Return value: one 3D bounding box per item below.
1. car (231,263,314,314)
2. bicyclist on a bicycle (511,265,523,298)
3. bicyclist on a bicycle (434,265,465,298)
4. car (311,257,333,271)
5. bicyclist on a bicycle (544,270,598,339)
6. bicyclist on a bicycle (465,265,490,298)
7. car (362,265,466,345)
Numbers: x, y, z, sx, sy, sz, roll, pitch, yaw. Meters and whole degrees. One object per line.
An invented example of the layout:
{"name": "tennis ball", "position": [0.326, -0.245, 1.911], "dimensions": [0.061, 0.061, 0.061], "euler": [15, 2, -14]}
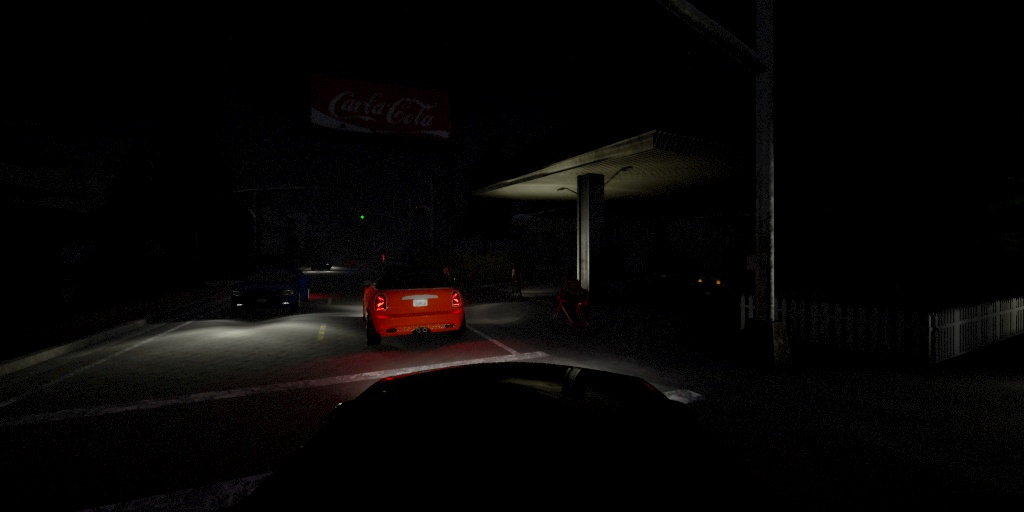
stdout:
{"name": "car", "position": [-8.880, 1.146, 13.525], "dimensions": [1.882, 1.535, 5.008], "euler": [1, -1, -25]}
{"name": "bicyclist on a bicycle", "position": [0.252, 1.270, 18.092], "dimensions": [0.582, 1.620, 1.656], "euler": [0, 0, 14]}
{"name": "bicyclist on a bicycle", "position": [-3.117, 1.235, 16.490], "dimensions": [1.656, 1.620, 0.582], "euler": [1, 0, 35]}
{"name": "car", "position": [-24.746, 0.967, 46.478], "dimensions": [2.097, 1.767, 4.553], "euler": [0, 0, -25]}
{"name": "bicyclist on a bicycle", "position": [1.450, 1.180, 8.915], "dimensions": [0.582, 1.620, 1.656], "euler": [3, -2, -44]}
{"name": "bicyclist on a bicycle", "position": [-1.853, 1.265, 17.912], "dimensions": [1.656, 1.620, 0.582], "euler": [1, 0, -23]}
{"name": "car", "position": [-2.779, 1.001, 9.478], "dimensions": [2.097, 1.767, 4.553], "euler": [0, 0, -24]}
